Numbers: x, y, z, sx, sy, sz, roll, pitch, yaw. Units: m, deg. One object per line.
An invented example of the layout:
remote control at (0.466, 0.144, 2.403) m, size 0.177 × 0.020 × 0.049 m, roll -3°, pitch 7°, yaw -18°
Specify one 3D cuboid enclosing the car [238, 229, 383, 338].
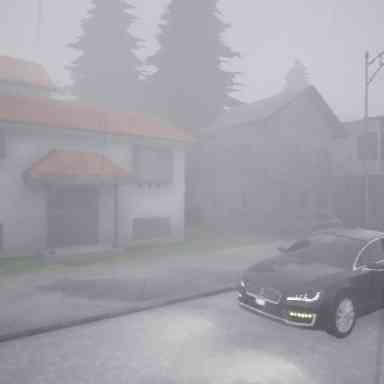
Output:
car at (3.088, 1.561, 6.810) m, size 4.892 × 1.490 × 1.837 m, roll 1°, pitch -1°, yaw -35°
